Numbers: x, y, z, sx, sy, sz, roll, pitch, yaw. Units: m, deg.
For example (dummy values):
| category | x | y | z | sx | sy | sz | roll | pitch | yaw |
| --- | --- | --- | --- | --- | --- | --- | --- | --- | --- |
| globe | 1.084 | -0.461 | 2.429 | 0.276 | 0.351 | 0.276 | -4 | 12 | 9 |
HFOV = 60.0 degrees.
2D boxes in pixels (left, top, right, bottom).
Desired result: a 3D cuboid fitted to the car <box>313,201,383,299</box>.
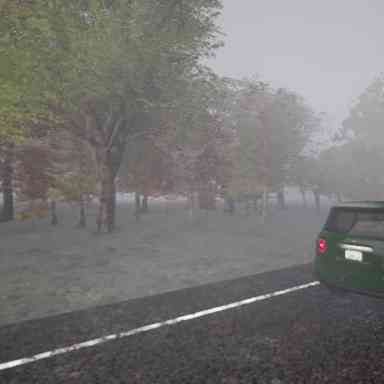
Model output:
| category | x | y | z | sx | sy | sz | roll | pitch | yaw |
| --- | --- | --- | --- | --- | --- | --- | --- | --- | --- |
| car | 5.056 | 1.219 | 7.475 | 5.566 | 2.045 | 2.150 | 0 | 0 | -36 |
